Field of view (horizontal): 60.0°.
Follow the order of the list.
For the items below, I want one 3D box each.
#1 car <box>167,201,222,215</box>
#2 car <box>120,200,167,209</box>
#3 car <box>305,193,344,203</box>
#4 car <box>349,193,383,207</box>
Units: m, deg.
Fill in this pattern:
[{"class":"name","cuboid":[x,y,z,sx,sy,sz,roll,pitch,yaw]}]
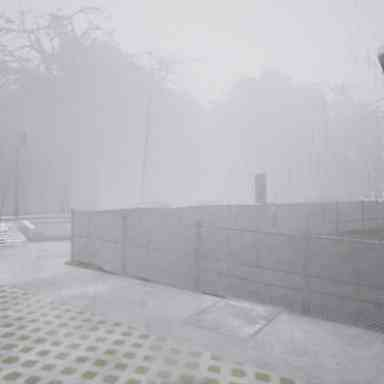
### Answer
[{"class":"car","cuboid":[0.931,1.481,28.607,5.357,1.411,2.033,0,0,-31]},{"class":"car","cuboid":[-3.987,1.454,29.430,4.892,1.490,1.837,0,0,-31]},{"class":"car","cuboid":[16.824,1.124,41.953,5.566,2.045,2.150,0,0,-31]},{"class":"car","cuboid":[21.882,1.109,41.169,5.566,2.045,2.150,0,0,-31]}]
